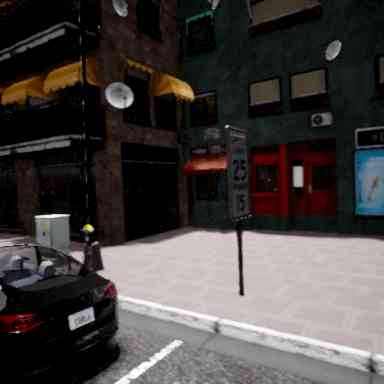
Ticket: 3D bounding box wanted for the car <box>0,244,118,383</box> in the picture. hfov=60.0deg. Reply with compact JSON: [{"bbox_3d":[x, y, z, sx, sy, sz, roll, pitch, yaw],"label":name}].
[{"bbox_3d":[-2.989,1.466,4.877,4.313,1.339,1.947,0,1,33],"label":"car"}]
